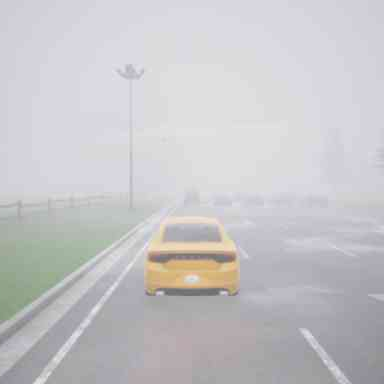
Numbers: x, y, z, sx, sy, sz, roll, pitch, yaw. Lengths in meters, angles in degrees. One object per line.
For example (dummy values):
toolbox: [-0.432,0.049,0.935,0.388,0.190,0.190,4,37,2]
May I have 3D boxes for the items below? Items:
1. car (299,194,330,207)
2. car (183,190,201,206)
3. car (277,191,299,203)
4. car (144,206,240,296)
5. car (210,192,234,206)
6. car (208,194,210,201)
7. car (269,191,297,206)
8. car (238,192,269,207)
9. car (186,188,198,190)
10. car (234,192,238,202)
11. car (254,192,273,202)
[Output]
car: [13.989,0.912,38.210,2.033,1.411,5.357,0,1,0]
car: [-0.009,0.867,38.365,1.837,1.490,4.892,0,1,0]
car: [13.987,0.694,48.812,1.837,1.490,4.892,0,1,0]
car: [-0.002,1.337,8.344,1.882,1.535,5.008,0,1,0]
car: [3.495,0.909,39.431,1.994,1.385,4.181,0,1,0]
car: [3.493,0.701,49.667,1.812,1.442,4.674,0,1,0]
car: [10.495,0.875,39.126,1.812,1.442,4.674,0,1,0]
car: [6.992,0.909,38.440,2.033,1.411,5.357,0,1,0]
car: [-0.013,0.411,48.790,2.150,2.045,5.566,0,1,0]
car: [6.993,0.671,49.392,2.128,1.511,4.902,0,1,0]
car: [10.490,0.708,49.202,1.812,1.442,4.674,0,1,0]
